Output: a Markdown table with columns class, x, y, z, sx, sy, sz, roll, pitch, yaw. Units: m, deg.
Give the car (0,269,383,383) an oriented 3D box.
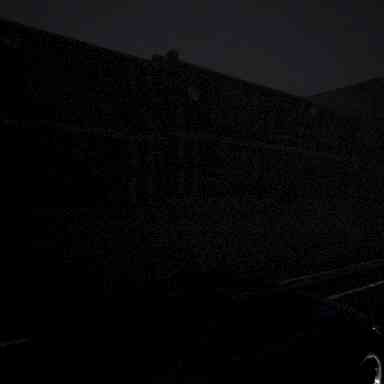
| class | x | y | z | sx | sy | sz | roll | pitch | yaw |
| --- | --- | --- | --- | --- | --- | --- | --- | --- | --- |
| car | 0.132 | 1.585 | 3.350 | 4.181 | 1.385 | 1.994 | 1 | 0 | -36 |
